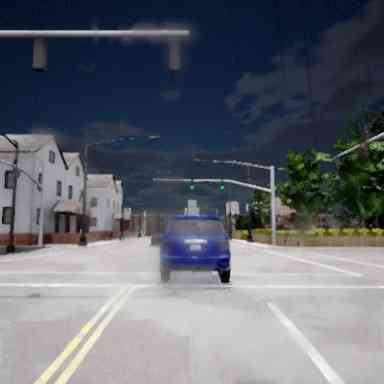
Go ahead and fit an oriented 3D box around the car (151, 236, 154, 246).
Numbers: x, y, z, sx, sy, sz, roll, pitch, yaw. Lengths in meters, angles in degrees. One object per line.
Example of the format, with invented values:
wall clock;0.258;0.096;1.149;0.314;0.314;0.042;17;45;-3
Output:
car;-3.595;5.416;38.063;1.895;1.301;4.718;0;-7;0

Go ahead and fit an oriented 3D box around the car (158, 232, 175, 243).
car;-3.583;6.490;47.678;2.033;1.411;5.357;0;-7;0

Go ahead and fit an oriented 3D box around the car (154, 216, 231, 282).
car;0.102;1.930;11.949;2.150;2.045;5.566;0;-6;0

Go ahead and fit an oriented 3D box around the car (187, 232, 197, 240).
car;0.067;8.256;63.097;1.837;1.490;4.892;0;-7;0
